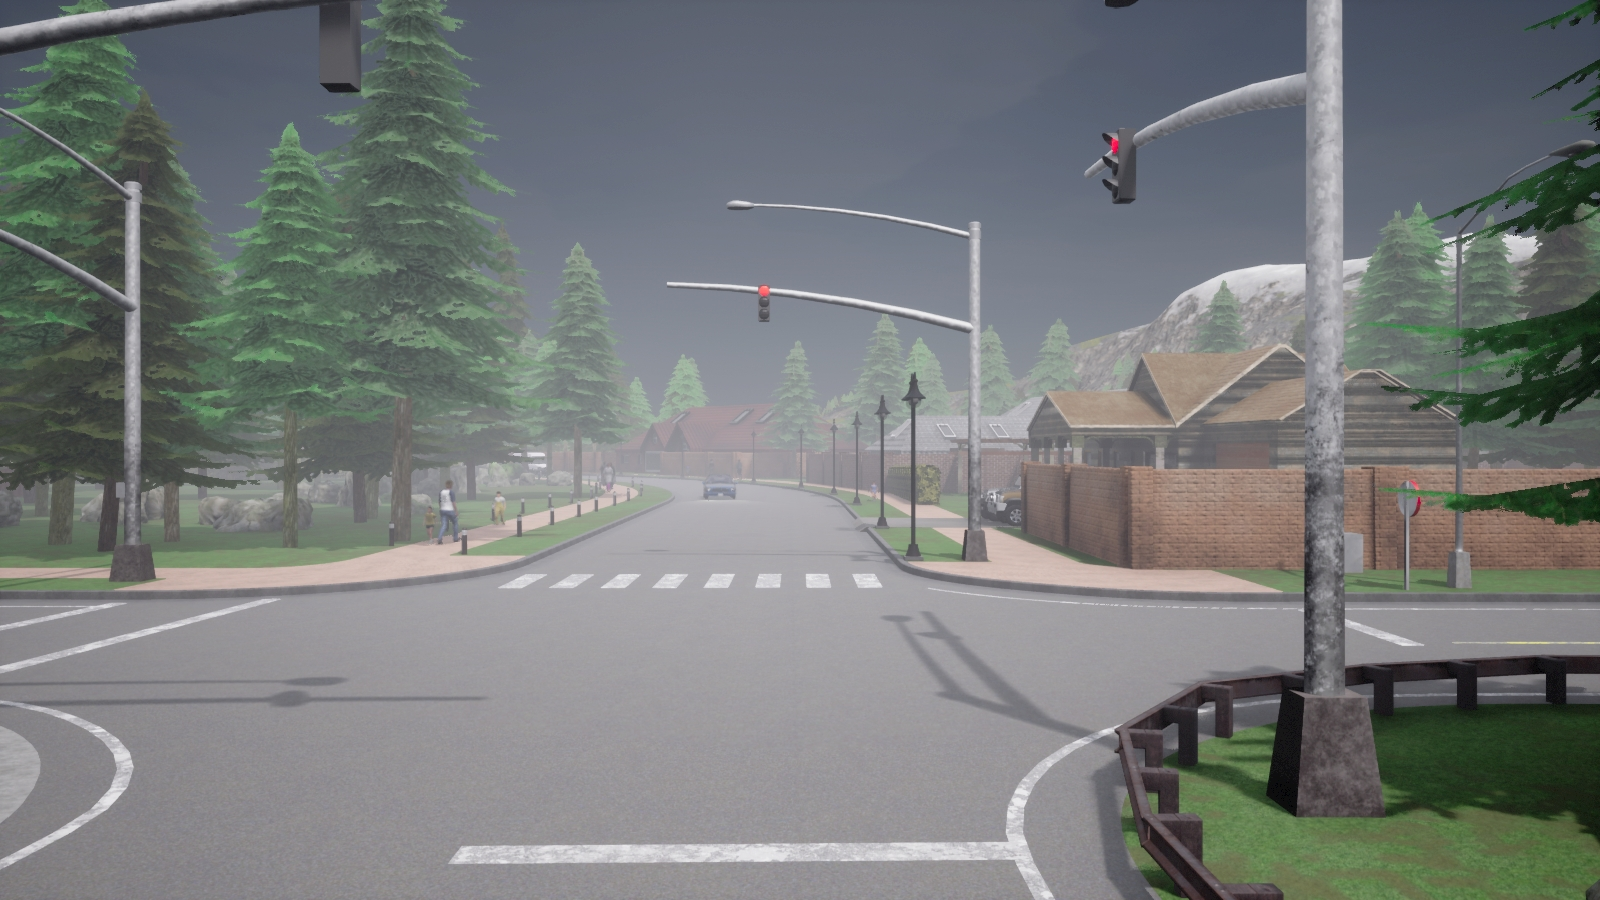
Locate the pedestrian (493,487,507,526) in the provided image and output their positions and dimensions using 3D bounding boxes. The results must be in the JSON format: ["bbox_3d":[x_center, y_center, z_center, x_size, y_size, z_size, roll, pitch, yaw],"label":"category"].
[{"bbox_3d":[-10.315,1.943,39.309,0.375,1.300,0.375,0,0,2],"label":"pedestrian"}]

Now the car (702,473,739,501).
[{"bbox_3d":[-4.574,2.072,65.218,2.033,1.411,5.357,0,0,-5],"label":"car"}]

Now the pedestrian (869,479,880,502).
[{"bbox_3d":[3.749,2.046,57.782,0.500,1.100,0.500,0,0,-2],"label":"pedestrian"}]

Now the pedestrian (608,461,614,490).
[{"bbox_3d":[-12.338,1.661,74.674,0.375,1.860,0.375,0,0,-9],"label":"pedestrian"}]

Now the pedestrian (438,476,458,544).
[{"bbox_3d":[-9.776,1.664,31.730,0.375,1.860,0.375,0,0,21],"label":"pedestrian"}]

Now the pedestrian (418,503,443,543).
[{"bbox_3d":[-10.344,2.044,32.006,0.500,1.100,0.500,0,0,4],"label":"pedestrian"}]

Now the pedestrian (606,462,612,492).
[{"bbox_3d":[-11.769,1.664,70.279,0.375,1.860,0.375,0,0,-11],"label":"pedestrian"}]
